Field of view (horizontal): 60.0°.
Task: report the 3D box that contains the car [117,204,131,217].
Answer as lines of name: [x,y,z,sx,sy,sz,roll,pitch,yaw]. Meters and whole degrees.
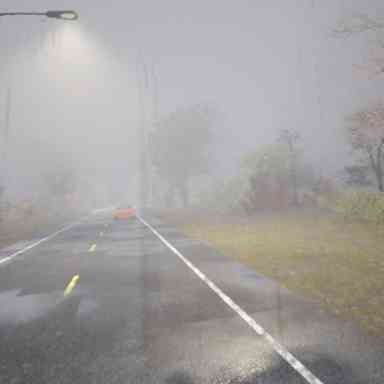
car: [-9.919,2.612,48.469,1.882,1.535,5.008,-4,0,-12]

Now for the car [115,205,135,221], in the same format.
car: [-7.594,2.209,37.438,2.097,1.767,4.553,-4,-1,-12]
